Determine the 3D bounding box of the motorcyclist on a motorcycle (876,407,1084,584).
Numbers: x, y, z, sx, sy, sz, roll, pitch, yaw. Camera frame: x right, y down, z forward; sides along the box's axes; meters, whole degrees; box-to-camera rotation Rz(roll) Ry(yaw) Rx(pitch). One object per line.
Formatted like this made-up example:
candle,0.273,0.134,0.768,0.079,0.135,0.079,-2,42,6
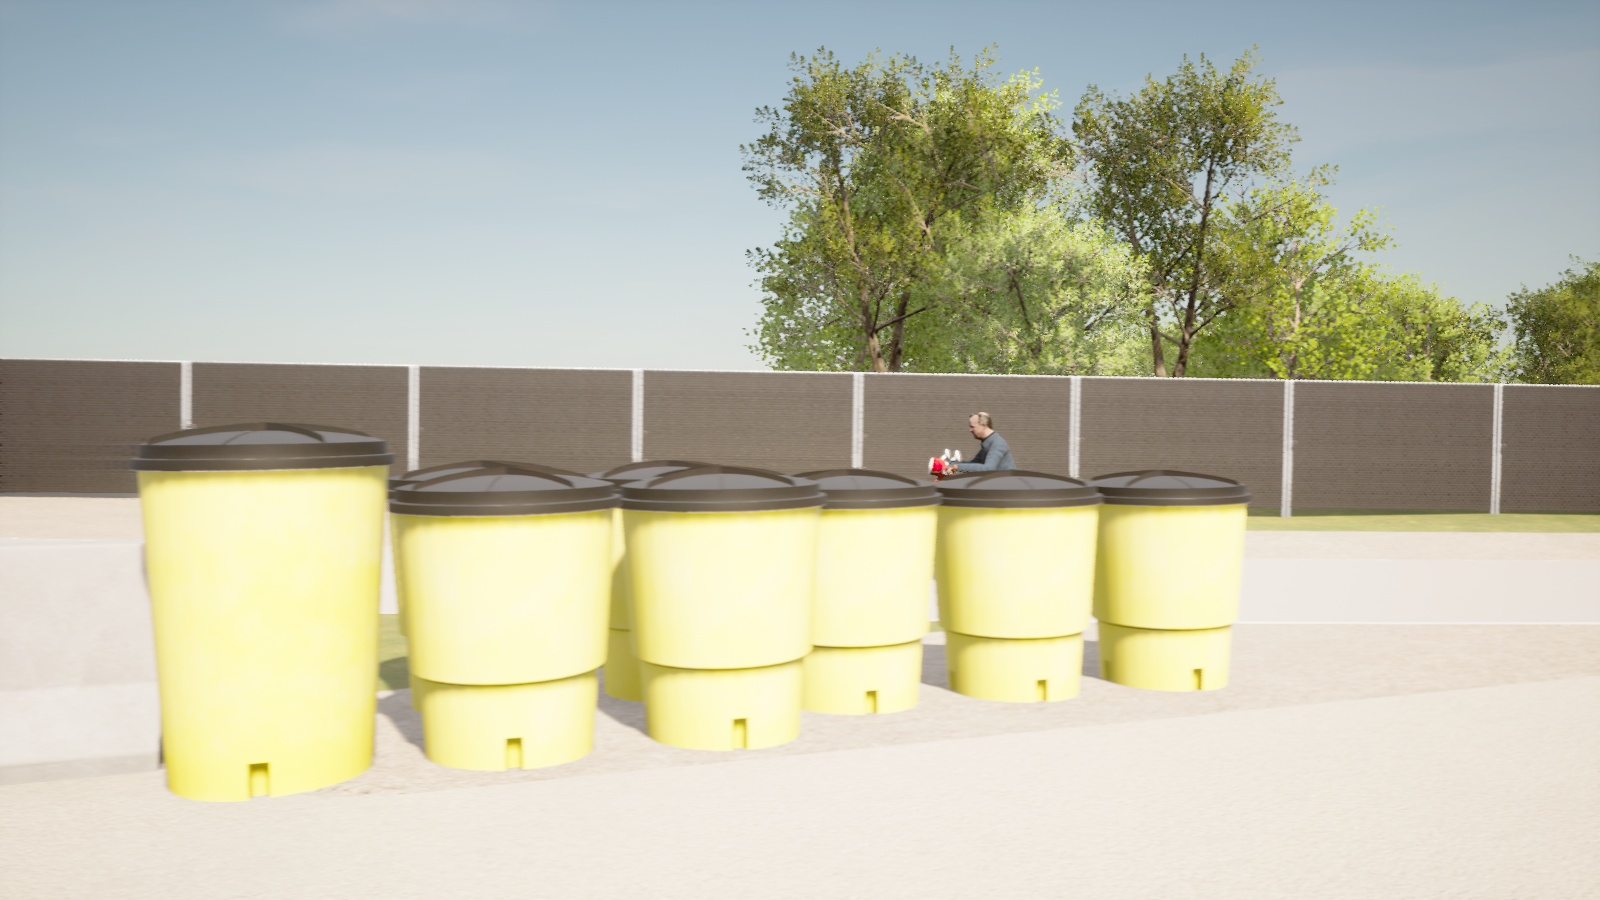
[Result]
motorcyclist on a motorcycle,1.654,0.401,11.785,1.817,1.590,0.866,0,1,0
